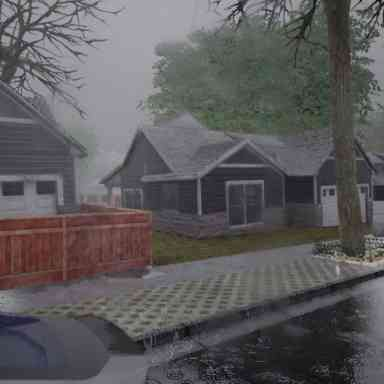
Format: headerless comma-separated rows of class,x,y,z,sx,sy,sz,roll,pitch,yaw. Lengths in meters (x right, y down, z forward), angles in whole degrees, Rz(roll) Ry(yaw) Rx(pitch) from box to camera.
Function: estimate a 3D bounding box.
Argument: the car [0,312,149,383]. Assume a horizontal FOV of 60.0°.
car,-2.448,1.493,1.319,4.902,1.511,2.128,0,0,-36
